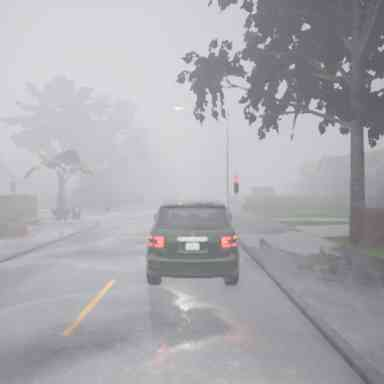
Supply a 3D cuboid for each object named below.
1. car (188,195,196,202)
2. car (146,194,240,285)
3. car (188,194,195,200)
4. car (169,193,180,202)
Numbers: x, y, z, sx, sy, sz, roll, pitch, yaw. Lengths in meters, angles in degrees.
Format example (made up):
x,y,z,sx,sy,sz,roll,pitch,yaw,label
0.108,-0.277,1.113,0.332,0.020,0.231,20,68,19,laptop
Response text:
x,y,z,sx,sy,sz,roll,pitch,yaw,label
-0.032,1.405,78.110,1.882,1.535,5.008,0,0,0,car
0.033,1.214,9.573,2.150,2.045,5.566,0,0,0,car
-0.037,1.283,88.530,1.812,1.442,4.674,0,0,0,car
-4.032,1.161,76.786,2.150,2.045,5.566,0,0,0,car
